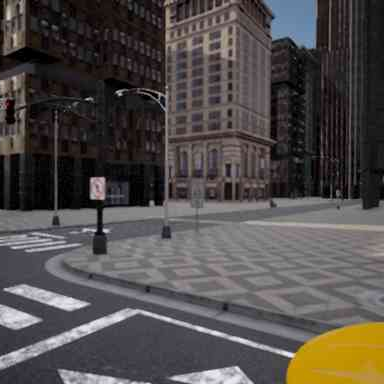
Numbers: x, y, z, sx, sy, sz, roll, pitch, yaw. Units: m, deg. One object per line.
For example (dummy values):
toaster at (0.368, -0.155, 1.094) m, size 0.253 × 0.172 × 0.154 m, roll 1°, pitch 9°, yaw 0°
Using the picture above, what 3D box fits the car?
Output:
car at (2.957, 1.475, 1.578) m, size 5.008 × 1.535 × 1.882 m, roll 0°, pitch 0°, yaw 35°
